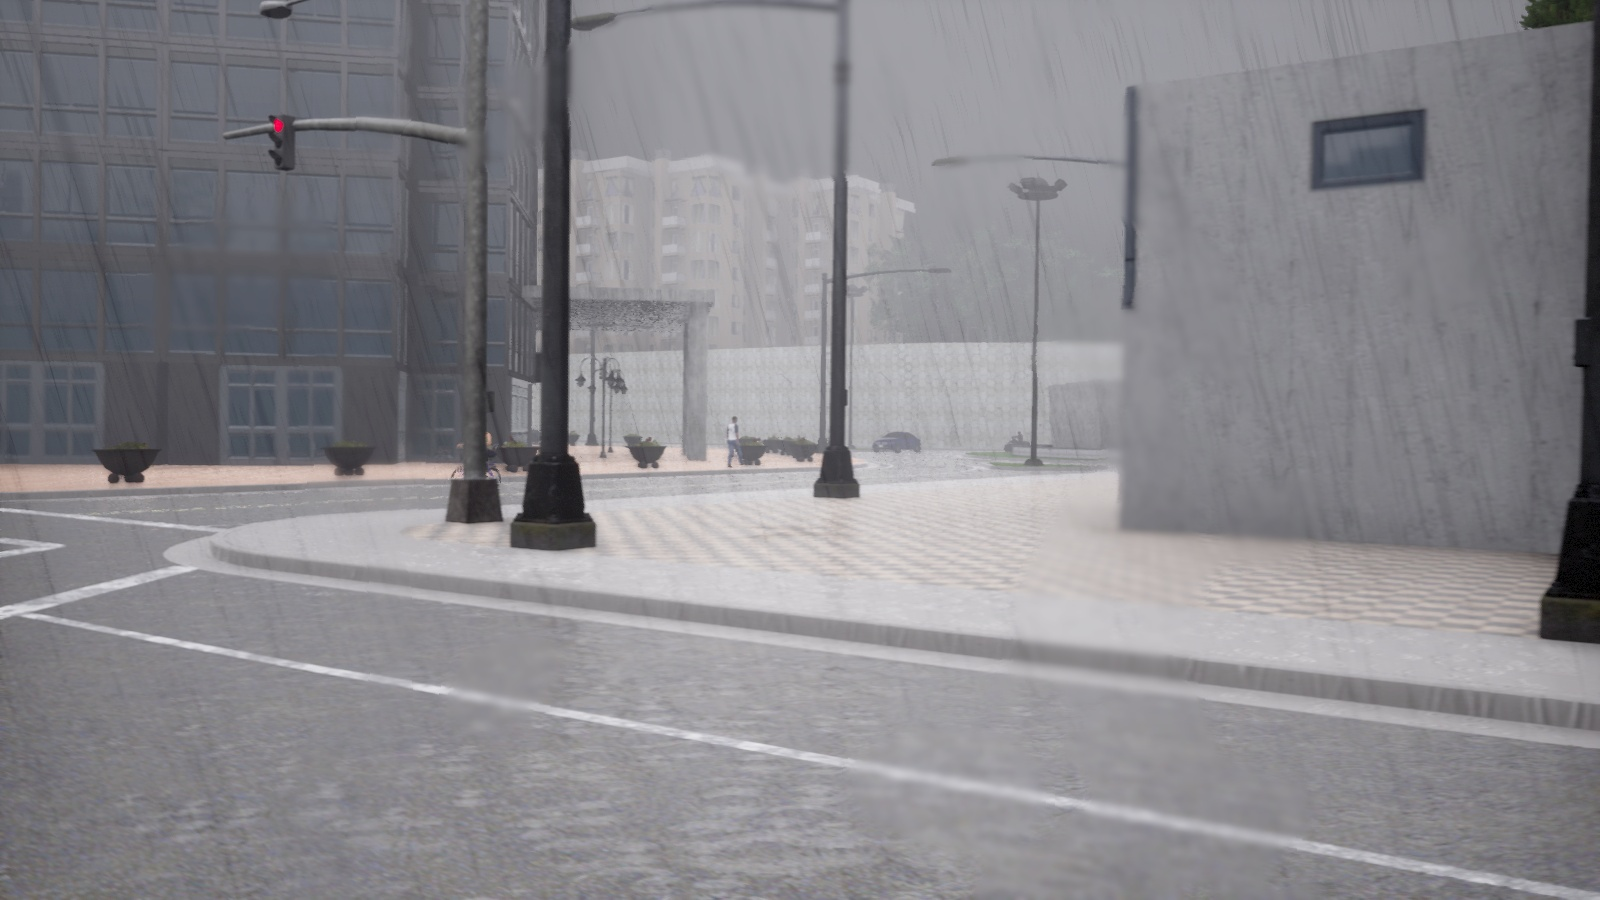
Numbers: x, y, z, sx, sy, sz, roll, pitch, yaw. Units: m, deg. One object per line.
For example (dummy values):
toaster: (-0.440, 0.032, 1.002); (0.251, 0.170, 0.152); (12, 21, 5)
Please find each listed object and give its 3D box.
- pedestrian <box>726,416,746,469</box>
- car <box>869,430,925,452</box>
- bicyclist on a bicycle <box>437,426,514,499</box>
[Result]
pedestrian: (-2.236, -0.276, 43.983); (0.354, 1.836, 0.706); (0, 1, 35)
car: (6.720, -0.651, 86.140); (1.812, 1.442, 4.674); (0, 1, 33)
bicyclist on a bicycle: (-7.451, 0.269, 28.876); (0.866, 1.612, 1.509); (0, 1, 34)
